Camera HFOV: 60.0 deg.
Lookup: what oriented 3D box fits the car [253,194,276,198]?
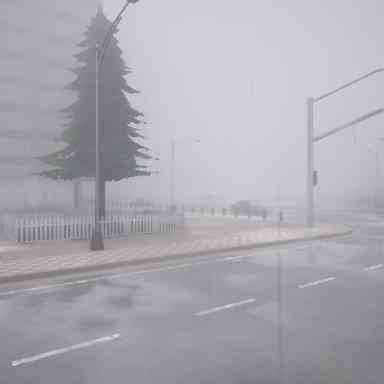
[{"bbox_3d":[17.006,1.395,78.158,1.970,1.475,3.806,0,0,-36],"label":"car"}]

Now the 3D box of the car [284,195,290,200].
[{"bbox_3d":[21.513,1.153,81.445,1.932,1.855,4.605,0,0,-36],"label":"car"}]

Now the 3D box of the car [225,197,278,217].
[{"bbox_3d":[5.643,1.526,32.171,1.812,1.442,4.674,0,0,-36],"label":"car"}]

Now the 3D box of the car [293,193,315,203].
[{"bbox_3d":[21.103,1.395,62.520,1.970,1.475,3.806,0,0,-36],"label":"car"}]

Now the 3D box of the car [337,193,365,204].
[{"bbox_3d":[34.792,1.153,72.427,1.932,1.855,4.605,0,0,-36],"label":"car"}]

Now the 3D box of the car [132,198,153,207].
[{"bbox_3d":[-7.494,1.564,50.406,1.994,1.385,4.181,0,0,-36],"label":"car"}]

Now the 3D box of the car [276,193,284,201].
[{"bbox_3d":[19.361,1.364,79.842,1.784,1.438,3.905,0,0,-36],"label":"car"}]

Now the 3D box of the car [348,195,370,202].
[{"bbox_3d":[37.185,1.364,74.060,1.784,1.438,3.905,0,0,-36],"label":"car"}]

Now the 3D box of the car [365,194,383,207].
[{"bbox_3d":[26.683,1.153,45.101,1.932,1.855,4.605,0,0,-36],"label":"car"}]
